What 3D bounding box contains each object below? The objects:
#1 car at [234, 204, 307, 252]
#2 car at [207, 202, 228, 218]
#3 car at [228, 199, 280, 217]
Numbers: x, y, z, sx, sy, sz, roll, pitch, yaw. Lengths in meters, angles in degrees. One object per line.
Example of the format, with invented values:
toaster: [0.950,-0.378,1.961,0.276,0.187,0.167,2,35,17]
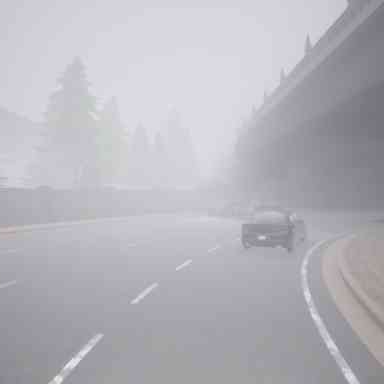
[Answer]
car: [3.613,1.481,14.112,1.882,1.535,5.008,0,0,27]
car: [3.314,1.568,30.050,4.181,1.385,1.994,0,0,-39]
car: [5.537,1.358,27.418,4.553,1.767,2.097,0,0,-39]
